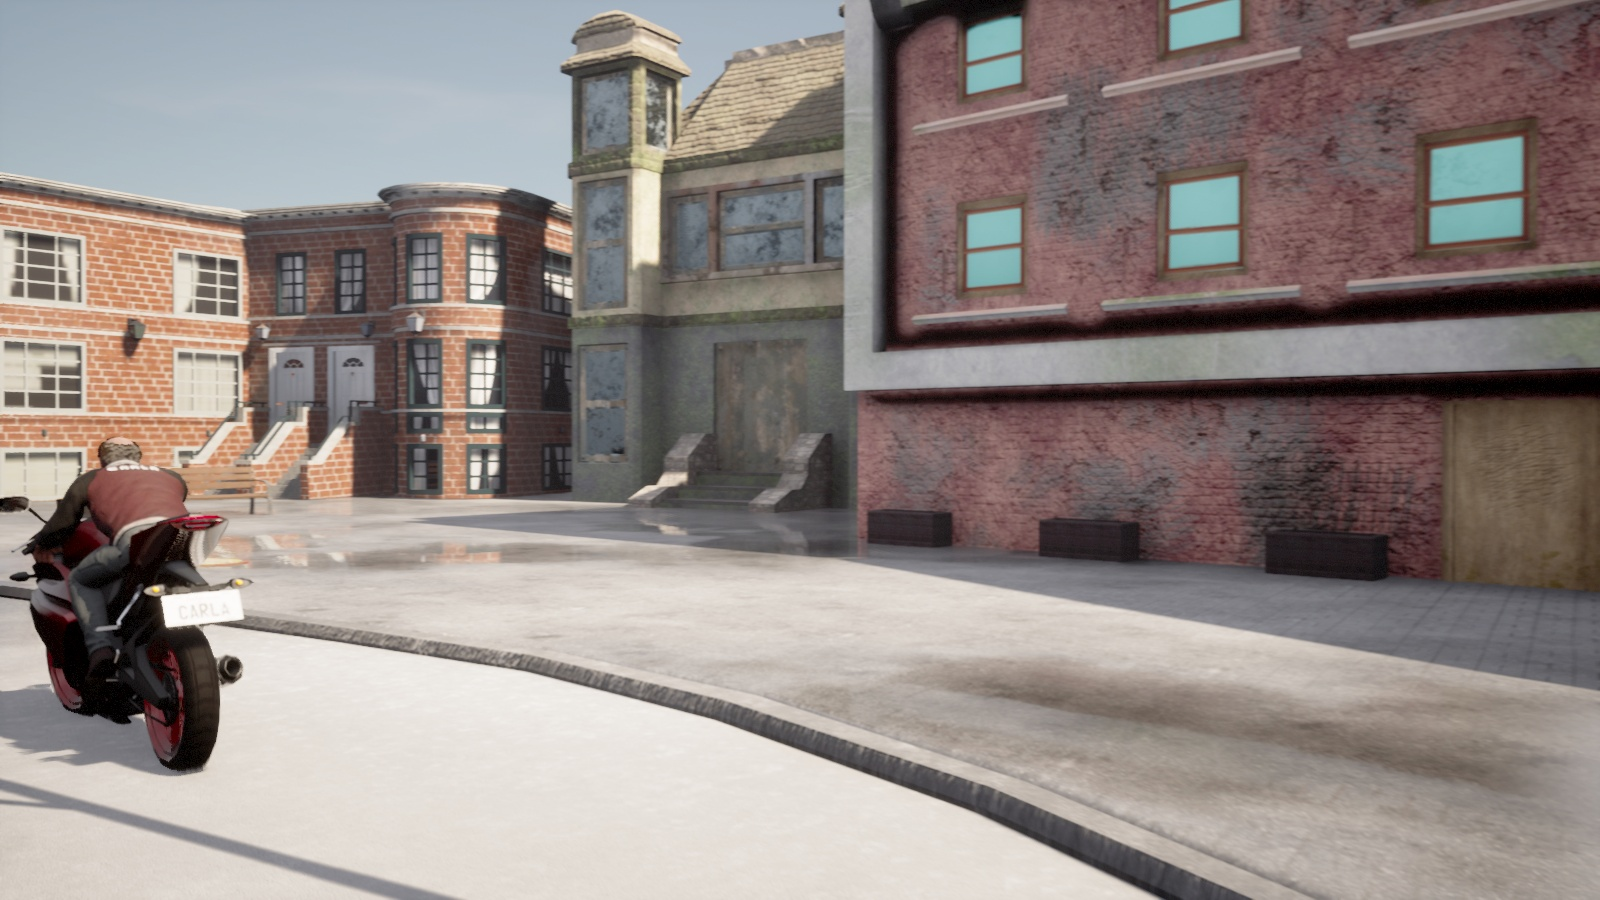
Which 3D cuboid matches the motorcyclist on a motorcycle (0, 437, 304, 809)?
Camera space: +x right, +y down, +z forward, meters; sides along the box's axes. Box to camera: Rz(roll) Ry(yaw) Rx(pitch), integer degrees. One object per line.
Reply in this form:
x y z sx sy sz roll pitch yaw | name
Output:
-3.368 0.705 6.264 0.866 1.530 2.191 -1 1 -44 | motorcyclist on a motorcycle
